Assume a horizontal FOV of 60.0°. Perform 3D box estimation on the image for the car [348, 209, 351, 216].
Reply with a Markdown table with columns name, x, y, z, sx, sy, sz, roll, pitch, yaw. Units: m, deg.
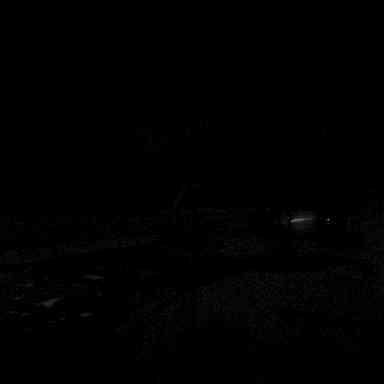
| name | x | y | z | sx | sy | sz | roll | pitch | yaw |
| --- | --- | --- | --- | --- | --- | --- | --- | --- | --- |
| car | 19.185 | 2.529 | 43.171 | 1.895 | 1.301 | 4.718 | -2 | -2 | 35 |
